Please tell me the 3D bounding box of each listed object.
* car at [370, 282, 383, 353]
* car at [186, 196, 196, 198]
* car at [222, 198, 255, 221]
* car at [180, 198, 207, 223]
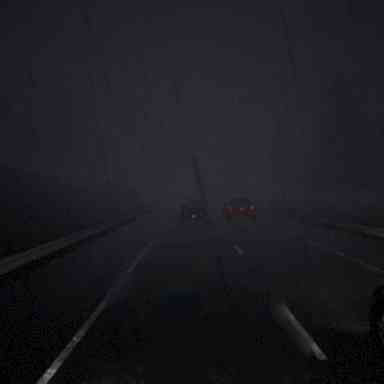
[{"bbox_3d":[3.602,1.338,2.936,2.097,1.767,4.553,0,0,0],"label":"car"},{"bbox_3d":[-0.136,1.313,41.895,1.837,1.490,4.892,0,0,-2],"label":"car"},{"bbox_3d":[3.601,1.231,26.283,2.097,1.767,4.553,0,0,0],"label":"car"},{"bbox_3d":[0.105,1.414,24.328,1.812,1.442,4.674,0,0,0],"label":"car"}]
